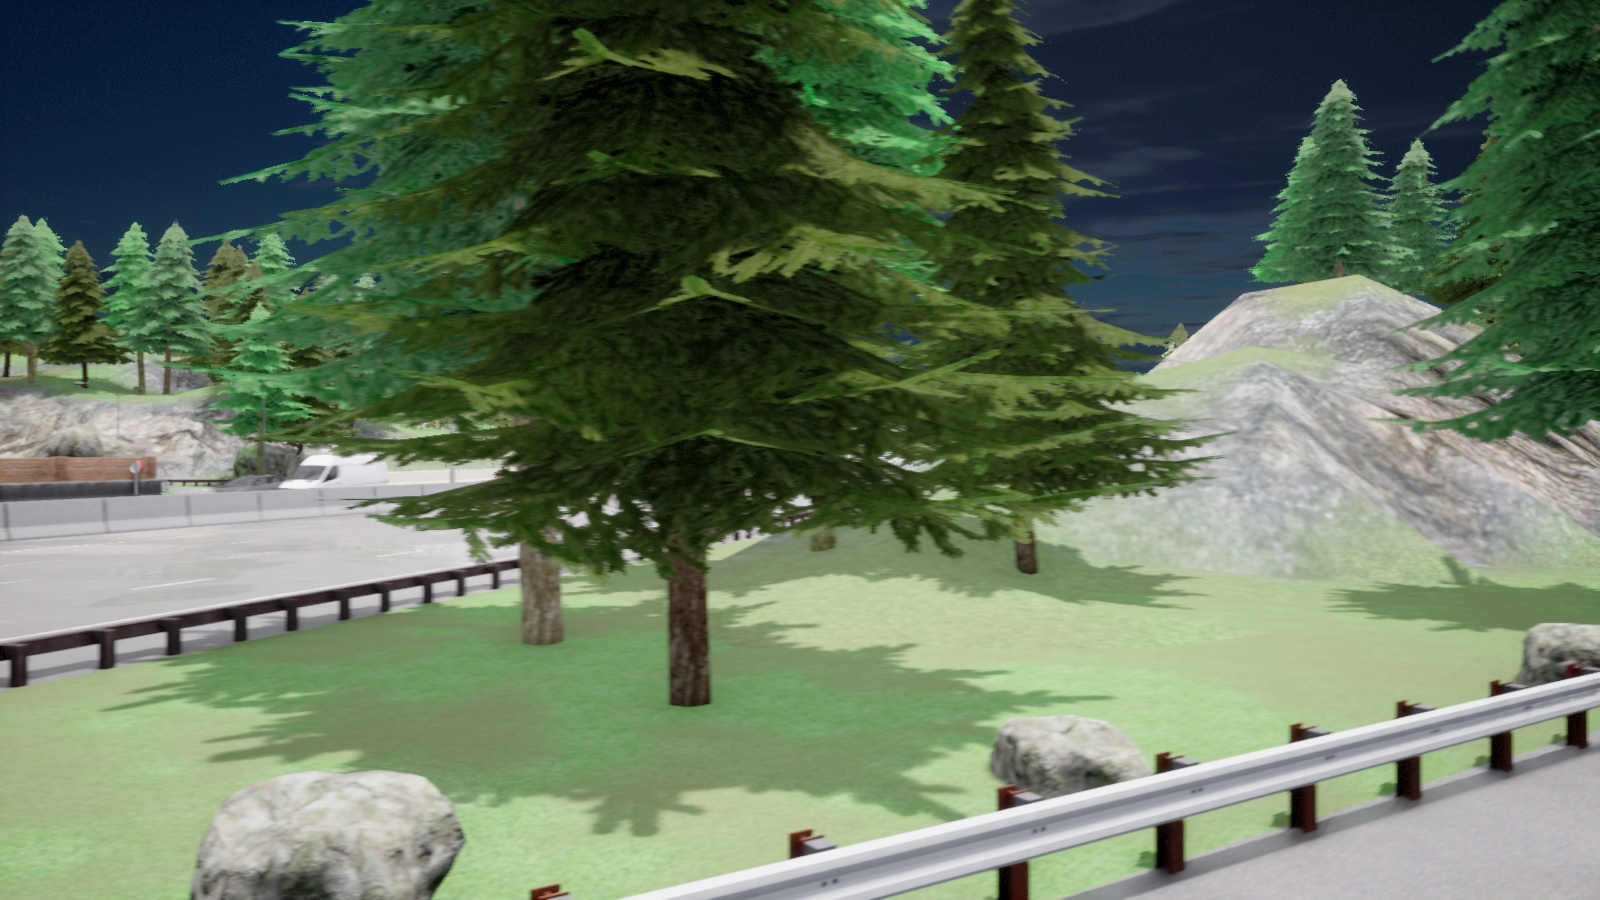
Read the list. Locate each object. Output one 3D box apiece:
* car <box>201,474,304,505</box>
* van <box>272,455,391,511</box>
[{"bbox_3d":[-28.695,2.045,60.050,2.163,1.488,4.792,0,0,18],"label":"car"},{"bbox_3d":[-22.719,1.519,55.720,1.988,2.561,5.915,0,0,18],"label":"van"}]
